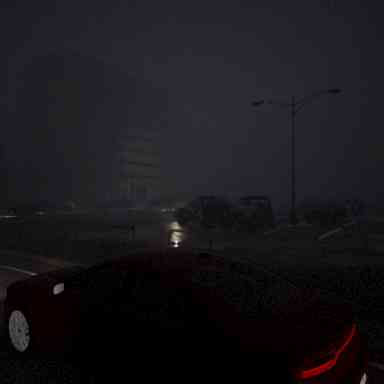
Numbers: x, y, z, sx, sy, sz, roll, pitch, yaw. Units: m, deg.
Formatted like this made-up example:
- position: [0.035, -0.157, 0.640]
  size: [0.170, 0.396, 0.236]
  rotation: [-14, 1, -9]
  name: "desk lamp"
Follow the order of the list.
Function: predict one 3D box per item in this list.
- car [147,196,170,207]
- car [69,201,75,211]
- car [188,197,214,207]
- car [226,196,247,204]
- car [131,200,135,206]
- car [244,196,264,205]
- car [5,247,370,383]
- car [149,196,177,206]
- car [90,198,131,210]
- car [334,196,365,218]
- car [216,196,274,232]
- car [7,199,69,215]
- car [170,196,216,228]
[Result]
- position: [-4.698, 1.492, 50.230]
  size: [2.128, 1.511, 4.902]
  rotation: [0, 0, 34]
  name: "car"
- position: [-16.166, 1.526, 39.426]
  size: [1.812, 1.442, 4.674]
  rotation: [0, 0, 34]
  name: "car"
- position: [1.494, 1.526, 52.827]
  size: [1.812, 1.442, 4.674]
  rotation: [0, 0, 34]
  name: "car"
- position: [8.545, 1.492, 63.351]
  size: [2.128, 1.511, 4.902]
  rotation: [0, 0, 34]
  name: "car"
- position: [-10.505, 1.547, 47.882]
  size: [2.033, 1.411, 5.357]
  rotation: [0, 0, 33]
  name: "car"
- position: [11.509, 1.526, 61.496]
  size: [1.812, 1.442, 4.674]
  rotation: [0, 0, 34]
  name: "car"
- position: [-0.520, 1.478, 4.360]
  size: [5.008, 1.535, 1.882]
  rotation: [0, 0, 35]
  name: "car"
- position: [-4.797, 1.492, 56.319]
  size: [2.128, 1.511, 4.902]
  rotation: [0, 0, 34]
  name: "car"
- position: [-10.372, 1.601, 41.800]
  size: [1.895, 1.301, 4.718]
  rotation: [0, 0, 34]
  name: "car"
- position: [15.344, 1.395, 32.012]
  size: [1.970, 1.475, 3.806]
  rotation: [0, 0, 34]
  name: "car"
- position: [3.321, 1.156, 19.057]
  size: [1.905, 1.878, 3.866]
  rotation: [0, 0, 34]
  name: "car"
- position: [-15.715, 1.547, 33.838]
  size: [2.033, 1.411, 5.357]
  rotation: [0, 0, 34]
  name: "car"
- position: [0.953, 1.153, 20.722]
  size: [1.932, 1.855, 4.605]
  rotation: [0, 0, 34]
  name: "car"
